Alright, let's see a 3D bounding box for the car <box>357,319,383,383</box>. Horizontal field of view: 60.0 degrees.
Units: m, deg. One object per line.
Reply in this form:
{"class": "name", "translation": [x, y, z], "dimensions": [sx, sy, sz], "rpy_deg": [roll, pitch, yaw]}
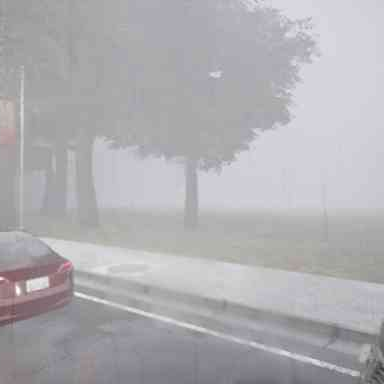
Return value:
{"class": "car", "translation": [3.615, 1.216, 1.102], "dimensions": [5.566, 2.045, 2.150], "rpy_deg": [0, 0, 36]}

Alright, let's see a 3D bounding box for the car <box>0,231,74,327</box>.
{"class": "car", "translation": [-4.371, 1.528, 6.687], "dimensions": [4.792, 1.488, 2.163], "rpy_deg": [0, 0, 36]}
